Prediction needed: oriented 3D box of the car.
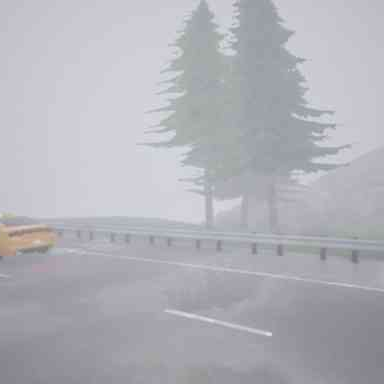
[{"bbox_3d":[-7.334,1.571,12.589,5.008,1.535,1.882,-1,0,32],"label":"car"}]
